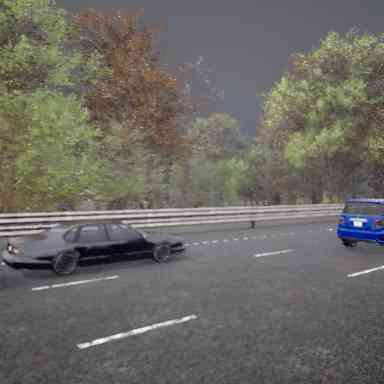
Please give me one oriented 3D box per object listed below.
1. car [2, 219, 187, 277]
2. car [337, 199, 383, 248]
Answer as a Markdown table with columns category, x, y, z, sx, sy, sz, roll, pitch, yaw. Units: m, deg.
| category | x | y | z | sx | sy | sz | roll | pitch | yaw |
| --- | --- | --- | --- | --- | --- | --- | --- | --- | --- |
| car | -2.794 | 1.565 | 10.352 | 5.357 | 1.411 | 2.033 | 0 | 0 | -35 |
| car | 8.412 | 1.301 | 14.038 | 5.566 | 2.045 | 2.150 | 0 | 0 | -35 |
